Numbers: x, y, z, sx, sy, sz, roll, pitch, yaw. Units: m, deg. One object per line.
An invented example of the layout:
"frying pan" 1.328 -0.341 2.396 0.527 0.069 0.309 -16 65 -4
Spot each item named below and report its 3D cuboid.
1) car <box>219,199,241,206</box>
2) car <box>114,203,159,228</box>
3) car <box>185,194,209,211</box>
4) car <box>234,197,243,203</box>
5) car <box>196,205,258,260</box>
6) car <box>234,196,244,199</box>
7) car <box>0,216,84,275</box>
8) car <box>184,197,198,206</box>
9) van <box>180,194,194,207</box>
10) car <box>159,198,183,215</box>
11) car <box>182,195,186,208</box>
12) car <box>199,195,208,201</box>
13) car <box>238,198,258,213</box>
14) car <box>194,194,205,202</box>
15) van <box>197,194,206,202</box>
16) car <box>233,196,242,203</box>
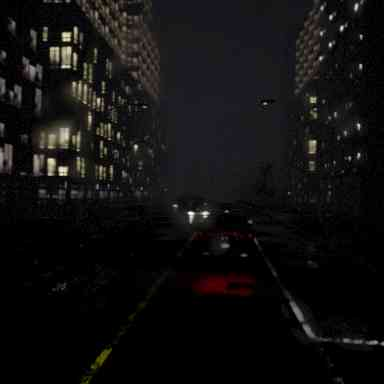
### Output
"car" 3.019 1.600 29.482 1.994 1.385 4.181 1 0 6
"car" -3.633 1.475 21.435 1.802 1.307 4.206 2 0 6
"car" 0.857 1.324 39.009 2.097 1.767 4.553 1 0 6
"car" 9.984 1.711 71.514 1.802 1.307 4.206 2 0 6
"car" 1.272 1.494 12.620 1.882 1.535 5.008 1 0 6
"car" 8.814 1.563 60.190 1.967 1.590 4.097 2 0 6
"car" -4.807 1.445 10.113 1.947 1.339 4.313 2 0 6
"car" -0.109 1.507 55.408 1.802 1.307 4.206 2 0 6
"van" -0.690 1.262 49.746 1.690 1.788 3.998 2 0 6
"car" -2.458 1.456 32.760 2.008 1.369 4.403 2 0 6
"car" -1.283 1.461 44.084 1.887 1.381 4.507 2 0 6
"car" 2.827 1.507 83.717 1.947 1.339 4.313 2 0 6
"car" 6.462 1.670 37.545 1.947 1.339 4.313 2 0 6
"car" 1.656 1.376 72.392 1.967 1.590 4.097 2 0 6
"van" 2.246 1.280 78.055 1.690 1.788 3.998 2 0 6
"car" 10.591 1.657 77.345 1.752 1.417 4.829 2 0 6
